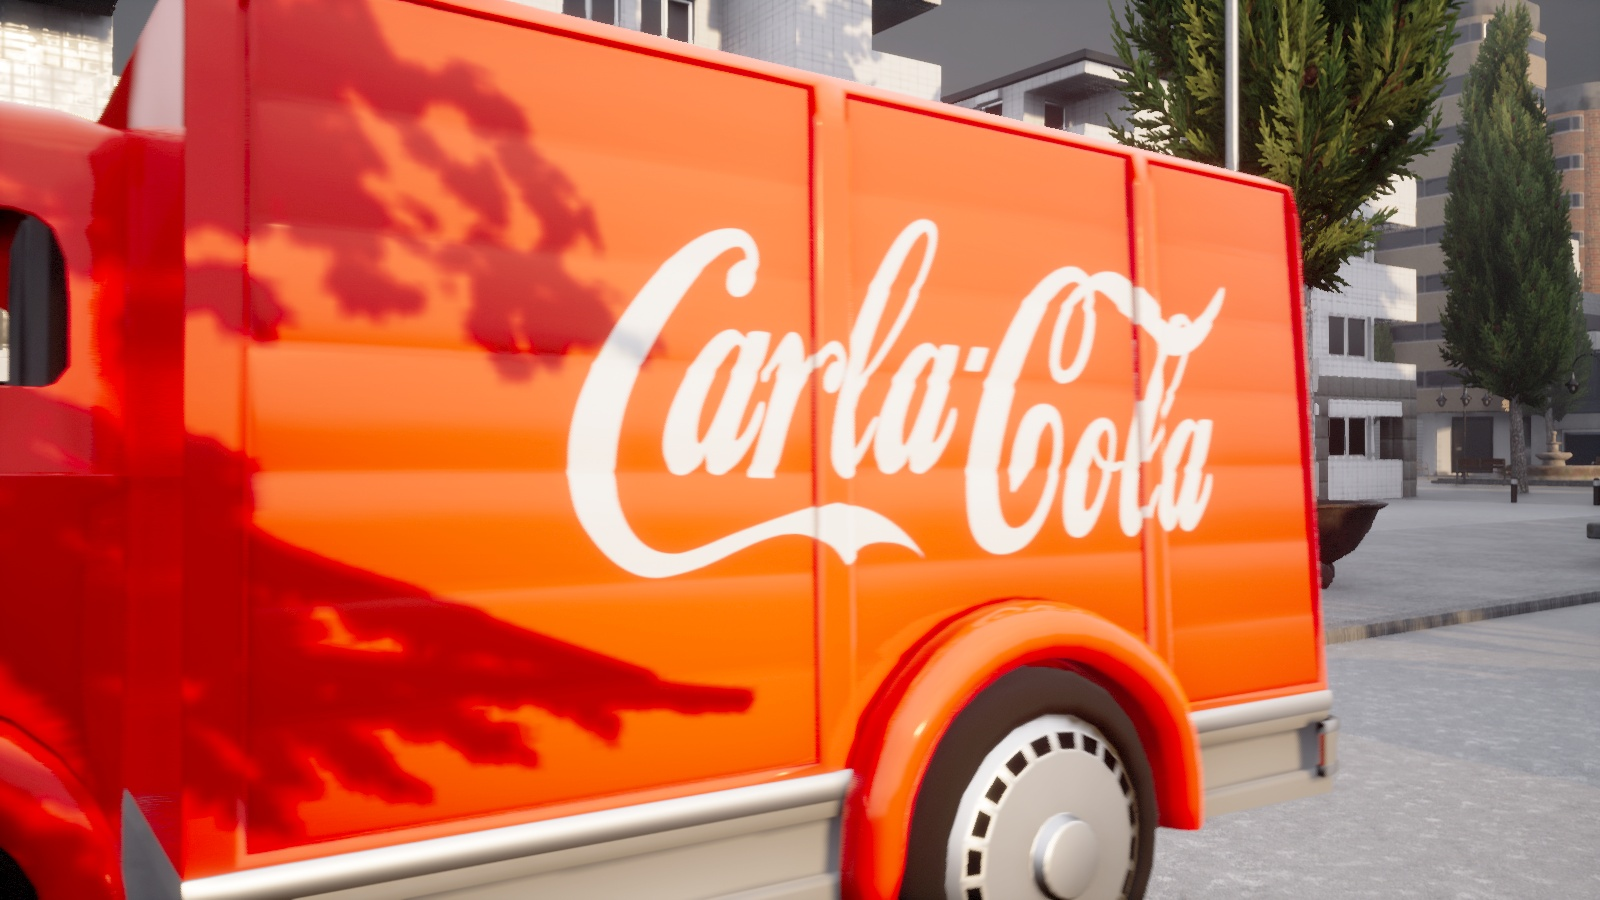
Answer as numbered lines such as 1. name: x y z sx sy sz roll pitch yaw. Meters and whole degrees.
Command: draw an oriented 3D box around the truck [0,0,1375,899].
1. truck: -1.092 0.271 3.510 5.204 2.467 2.627 0 0 -35
